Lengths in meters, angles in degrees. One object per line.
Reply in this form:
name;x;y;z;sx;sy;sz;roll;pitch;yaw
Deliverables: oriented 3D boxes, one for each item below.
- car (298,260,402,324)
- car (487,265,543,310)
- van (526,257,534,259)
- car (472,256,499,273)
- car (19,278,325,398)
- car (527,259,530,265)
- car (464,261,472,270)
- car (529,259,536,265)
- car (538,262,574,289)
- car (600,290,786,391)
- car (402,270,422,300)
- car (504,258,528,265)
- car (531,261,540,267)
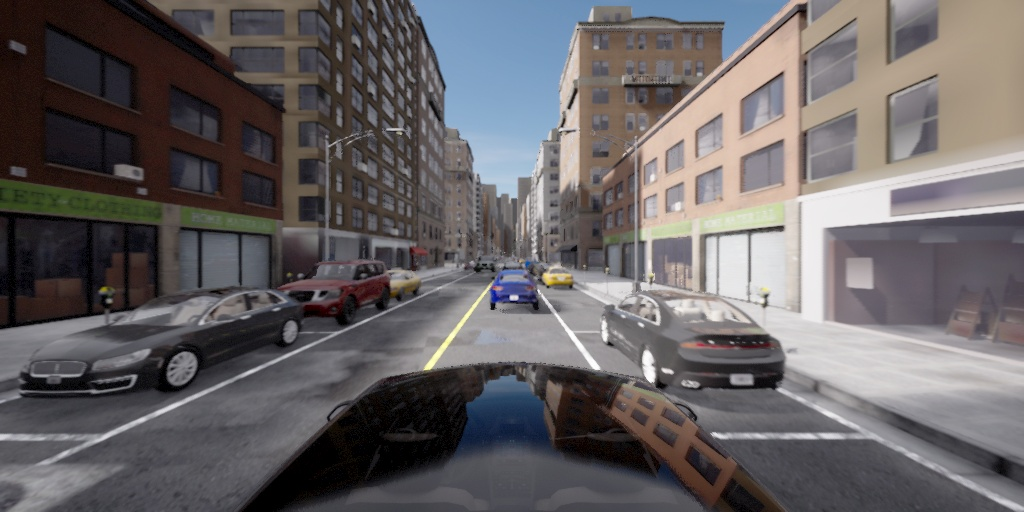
car;-5.660;1.060;12.070;2.192;1.841;5.009;0;0;0
car;0.089;1.269;14.659;1.812;1.442;4.674;0;0;0
van;2.896;1.079;55.681;1.690;1.789;3.998;0;0;0
car;-3.067;0.961;42.727;2.150;2.045;5.566;0;0;0
car;-5.664;1.298;6.620;2.007;1.370;4.403;0;0;0
car;2.884;1.304;39.335;1.948;1.339;4.313;0;0;0
car;-5.633;1.320;50.226;1.802;1.307;4.207;0;0;0
car;2.880;1.265;34.057;1.751;1.417;4.829;0;0;0
car;2.873;1.267;23.160;1.751;1.417;4.829;0;0;0
car;2.861;1.298;6.645;2.007;1.370;4.403;0;0;0
car;-5.656;1.268;17.351;1.751;1.417;4.829;0;0;0
car;0.094;1.217;30.253;1.882;1.535;5.008;0;0;0
car;2.876;1.291;28.439;2.007;1.370;4.403;0;0;0
